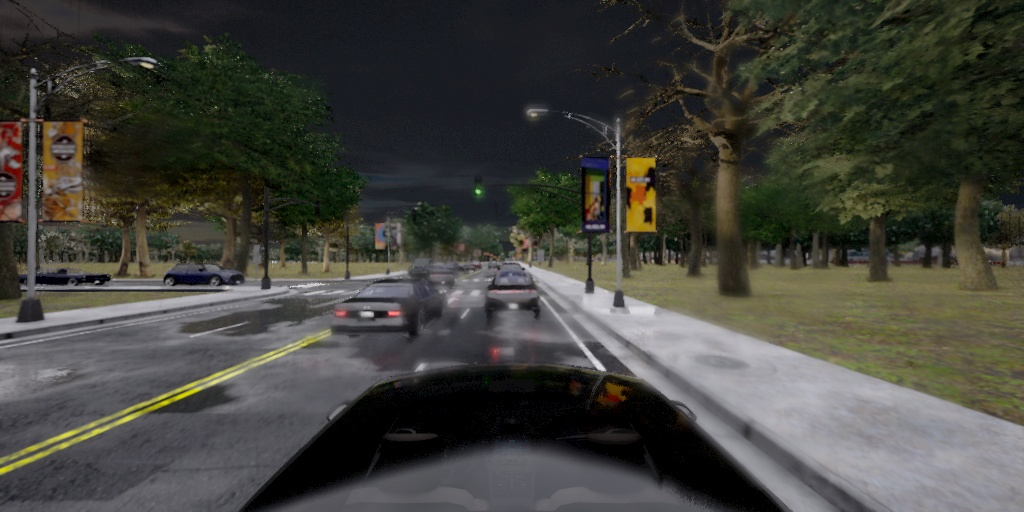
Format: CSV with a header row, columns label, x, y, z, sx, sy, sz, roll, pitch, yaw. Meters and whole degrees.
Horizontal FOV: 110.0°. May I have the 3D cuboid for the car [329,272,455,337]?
label,x,y,z,sx,sy,sz,roll,pitch,yaw
car,-3.203,1.358,10.428,2.033,1.411,5.357,0,0,0

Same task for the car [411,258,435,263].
label,x,y,z,sx,sy,sz,roll,pitch,yaw
car,-10.071,1.252,40.724,2.150,2.045,5.566,0,0,0

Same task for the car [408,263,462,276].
label,x,y,z,sx,sy,sz,roll,pitch,yaw
car,-5.385,1.398,23.751,2.128,1.511,4.902,1,-1,-30

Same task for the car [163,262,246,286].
label,x,y,z,sx,sy,sz,roll,pitch,yaw
car,-21.384,1.249,25.104,4.553,1.767,2.097,0,0,-1

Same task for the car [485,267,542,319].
label,x,y,z,sx,sy,sz,roll,pitch,yaw
car,0.033,1.322,13.258,2.128,1.511,4.902,0,0,0

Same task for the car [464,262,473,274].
label,x,y,z,sx,sy,sz,roll,pitch,yaw
car,-6.877,1.689,48.535,1.895,1.301,4.718,0,0,0

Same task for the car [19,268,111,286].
label,x,y,z,sx,sy,sz,roll,pitch,yaw
car,-31.158,1.487,25.032,4.718,1.301,1.895,0,0,0

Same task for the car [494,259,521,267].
label,x,y,z,sx,sy,sz,roll,pitch,yaw
car,-0.056,1.279,26.971,2.097,1.767,4.553,0,0,0

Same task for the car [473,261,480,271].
label,x,y,z,sx,sy,sz,roll,pitch,yaw
car,-6.907,1.731,58.547,1.994,1.385,4.181,0,0,0

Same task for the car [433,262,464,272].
label,x,y,z,sx,sy,sz,roll,pitch,yaw
car,-6.823,1.564,38.947,2.033,1.411,5.357,0,0,0
